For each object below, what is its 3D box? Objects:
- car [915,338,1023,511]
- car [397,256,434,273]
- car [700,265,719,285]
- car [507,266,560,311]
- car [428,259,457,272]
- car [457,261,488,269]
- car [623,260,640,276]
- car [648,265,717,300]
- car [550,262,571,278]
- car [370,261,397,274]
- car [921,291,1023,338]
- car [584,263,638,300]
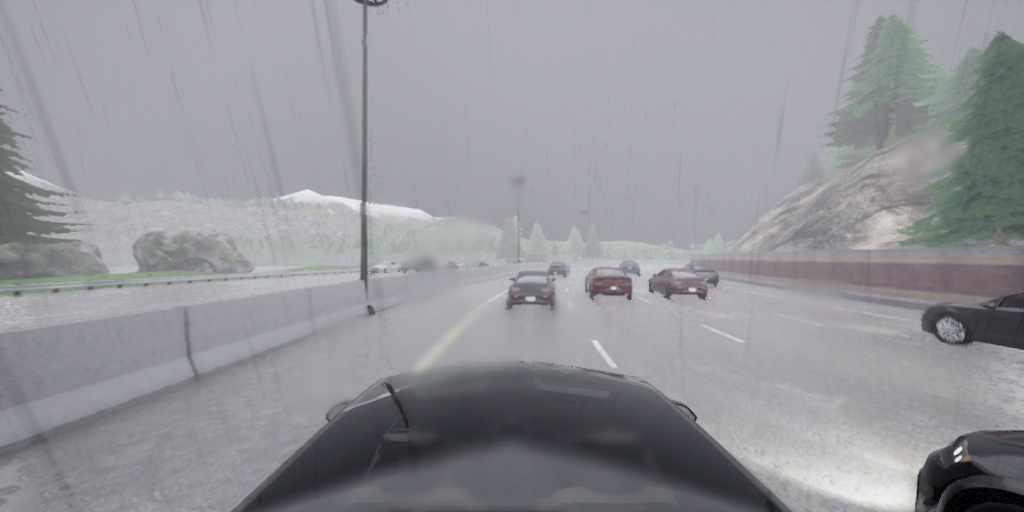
[{"bbox_3d":[3.683,1.321,0.591,1.994,1.385,4.181,0,0,-1],"label":"car"},{"bbox_3d":[-11.384,1.065,44.345,2.150,2.045,5.566,0,0,16],"label":"car"},{"bbox_3d":[13.082,1.350,25.612,2.128,1.511,4.902,0,0,11],"label":"car"},{"bbox_3d":[0.865,1.317,14.649,1.812,1.442,4.674,0,0,5],"label":"car"},{"bbox_3d":[-7.932,1.377,43.637,1.812,1.442,4.674,0,0,16],"label":"car"},{"bbox_3d":[-4.384,1.338,43.303,1.882,1.535,5.008,0,0,16],"label":"car"},{"bbox_3d":[13.107,1.254,40.060,2.097,1.767,4.553,0,0,17],"label":"car"},{"bbox_3d":[8.328,1.349,18.283,1.812,1.442,4.674,0,0,7],"label":"car"},{"bbox_3d":[4.836,1.372,36.554,1.837,1.490,4.892,0,0,15],"label":"car"},{"bbox_3d":[-15.190,1.356,43.674,1.812,1.442,4.674,0,0,16],"label":"car"},{"bbox_3d":[10.811,1.301,6.666,1.837,1.490,4.892,0,0,2],"label":"car"},{"bbox_3d":[4.840,1.291,18.447,1.882,1.535,5.008,0,0,7],"label":"car"}]
